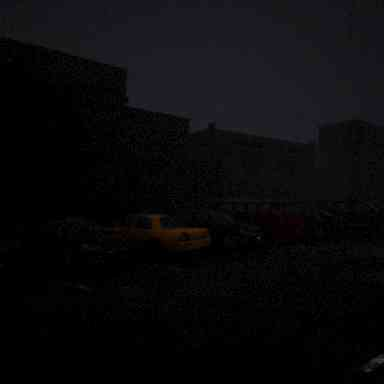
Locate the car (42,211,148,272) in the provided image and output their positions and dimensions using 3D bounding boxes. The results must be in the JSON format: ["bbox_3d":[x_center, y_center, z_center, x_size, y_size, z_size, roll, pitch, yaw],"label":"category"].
[{"bbox_3d":[-4.082,1.462,10.690,4.892,1.521,2.231,-1,-1,35],"label":"car"}]

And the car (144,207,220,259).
[{"bbox_3d":[-1.851,1.464,12.480,5.366,1.575,1.946,-1,-1,35],"label":"car"}]

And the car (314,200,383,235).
[{"bbox_3d":[10.281,1.534,20.824,5.566,2.045,2.435,0,-2,35],"label":"car"}]

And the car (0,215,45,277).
[{"bbox_3d":[-6.467,1.478,8.993,5.008,1.535,2.097,-1,0,34],"label":"car"}]

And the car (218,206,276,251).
[{"bbox_3d":[0.685,1.491,14.078,4.892,1.521,2.231,-1,-1,35],"label":"car"}]

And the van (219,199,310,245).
[{"bbox_3d":[2.981,1.308,15.832,4.442,1.987,1.878,-1,-1,35],"label":"van"}]

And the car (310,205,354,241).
[{"bbox_3d":[5.465,1.597,17.442,4.892,1.521,2.231,0,-1,35],"label":"car"}]
